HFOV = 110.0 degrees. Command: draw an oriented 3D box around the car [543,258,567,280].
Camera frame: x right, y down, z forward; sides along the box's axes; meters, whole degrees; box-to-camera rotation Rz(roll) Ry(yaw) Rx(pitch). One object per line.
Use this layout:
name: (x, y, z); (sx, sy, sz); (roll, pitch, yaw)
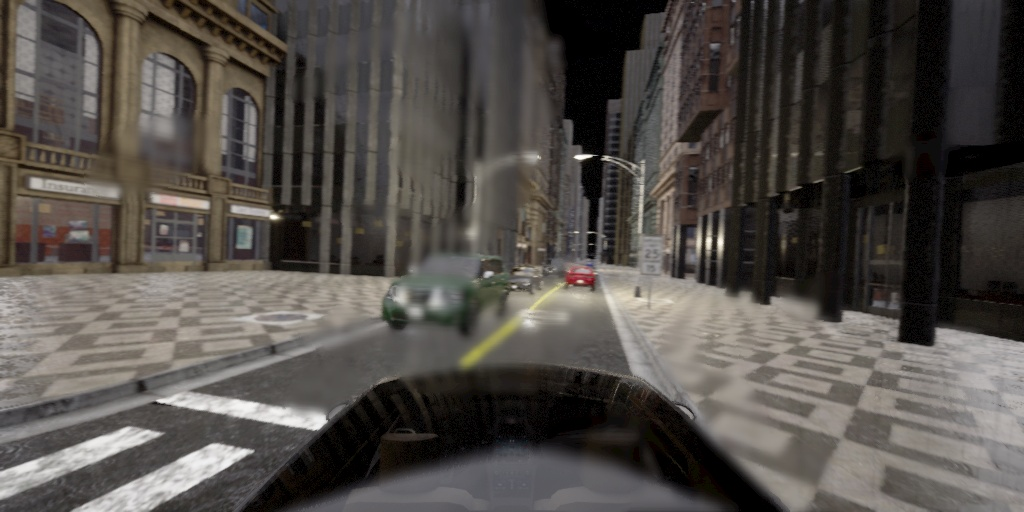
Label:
car: (4.465, 1.288, 37.188); (2.150, 2.045, 5.566); (3, 0, 13)

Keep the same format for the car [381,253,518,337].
car: (-1.554, 0.934, 10.692); (2.150, 2.045, 5.566); (3, 0, 12)

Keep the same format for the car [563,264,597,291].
car: (5.016, 1.542, 25.794); (1.882, 1.535, 5.008); (3, 0, 13)

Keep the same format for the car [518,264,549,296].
car: (0.686, 1.351, 20.652); (1.837, 1.490, 4.892); (3, 0, 13)
